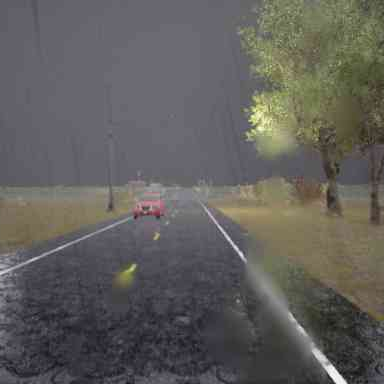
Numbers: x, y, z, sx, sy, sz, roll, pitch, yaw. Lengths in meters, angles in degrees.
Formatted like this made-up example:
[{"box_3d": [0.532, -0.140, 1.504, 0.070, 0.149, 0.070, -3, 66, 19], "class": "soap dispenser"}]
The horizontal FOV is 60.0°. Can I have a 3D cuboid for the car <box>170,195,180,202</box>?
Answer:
[{"box_3d": [-3.496, 1.338, 68.705, 1.837, 1.490, 4.892, 0, 0, 0], "class": "car"}]

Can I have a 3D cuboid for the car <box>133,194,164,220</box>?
[{"box_3d": [-3.596, 1.182, 28.496, 2.150, 2.045, 5.566, 0, 1, 0], "class": "car"}]
